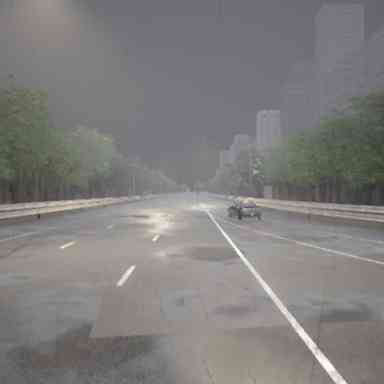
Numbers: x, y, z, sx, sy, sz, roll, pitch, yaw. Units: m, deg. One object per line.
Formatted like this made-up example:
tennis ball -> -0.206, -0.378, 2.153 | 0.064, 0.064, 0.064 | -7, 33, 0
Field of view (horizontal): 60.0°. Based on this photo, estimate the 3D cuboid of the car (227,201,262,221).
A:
car -> 4.202, 1.485, 27.220 | 2.128, 1.511, 4.902 | 0, 0, -7
